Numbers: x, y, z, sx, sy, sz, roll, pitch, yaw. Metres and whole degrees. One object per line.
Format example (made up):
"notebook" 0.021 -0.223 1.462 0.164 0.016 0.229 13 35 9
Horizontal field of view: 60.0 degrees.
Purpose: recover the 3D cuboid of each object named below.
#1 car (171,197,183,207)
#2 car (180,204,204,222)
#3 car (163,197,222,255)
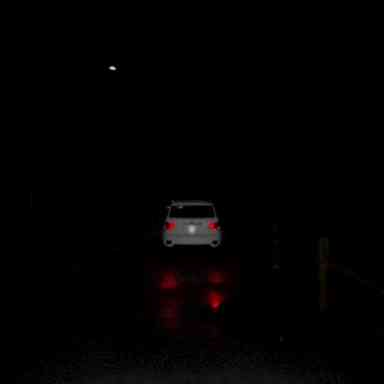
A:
"car" -2.784 1.818 63.749 2.097 1.767 4.553 0 -1 1
"car" 0.012 1.809 29.323 1.994 1.385 4.181 0 0 0
"car" 0.002 1.346 14.029 2.150 2.045 5.566 0 0 0
